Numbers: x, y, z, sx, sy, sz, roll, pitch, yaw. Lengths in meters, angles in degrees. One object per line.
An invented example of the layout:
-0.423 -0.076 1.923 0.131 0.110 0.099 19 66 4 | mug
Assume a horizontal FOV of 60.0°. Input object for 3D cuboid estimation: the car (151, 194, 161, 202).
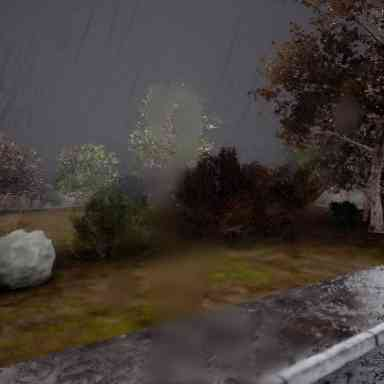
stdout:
-5.269 0.994 49.277 4.902 1.511 2.128 -3 -2 9 | car
